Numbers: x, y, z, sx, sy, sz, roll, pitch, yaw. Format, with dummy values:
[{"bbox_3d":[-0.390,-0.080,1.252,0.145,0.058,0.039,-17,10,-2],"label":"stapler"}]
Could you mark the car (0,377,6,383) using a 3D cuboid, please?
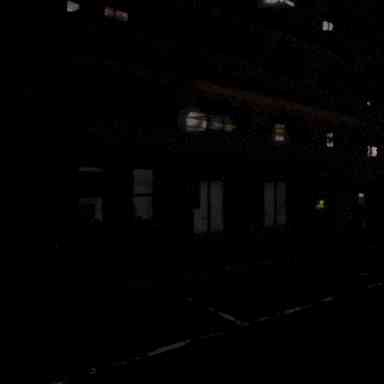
[{"bbox_3d":[-3.457,1.517,0.913,5.357,1.411,2.033,1,0,-36],"label":"car"}]
